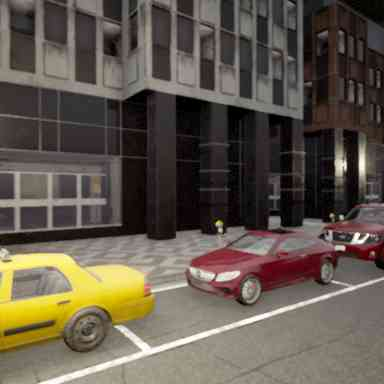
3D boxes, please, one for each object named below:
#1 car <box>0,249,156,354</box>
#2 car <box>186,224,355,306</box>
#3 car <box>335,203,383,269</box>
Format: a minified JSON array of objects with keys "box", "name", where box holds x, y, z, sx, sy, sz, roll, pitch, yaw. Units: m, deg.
[{"box":[-2.879,1.525,4.599,4.829,1.417,1.752,0,0,-35],"name":"car"},{"box":[1.827,1.579,7.941,4.206,1.307,1.802,0,0,-35],"name":"car"},{"box":[6.394,1.309,11.186,5.009,1.841,2.192,0,0,-35],"name":"car"}]
